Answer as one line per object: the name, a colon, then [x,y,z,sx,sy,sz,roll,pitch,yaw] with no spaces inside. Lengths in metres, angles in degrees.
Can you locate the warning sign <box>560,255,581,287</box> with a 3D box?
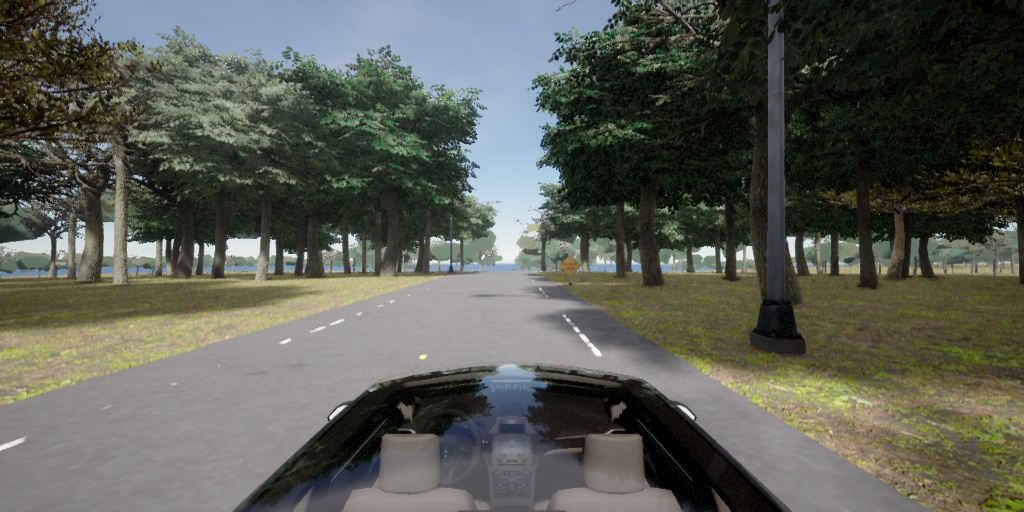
warning sign: [3.550,0.890,21.698,1.300,1.860,1.060,0,0,0]
